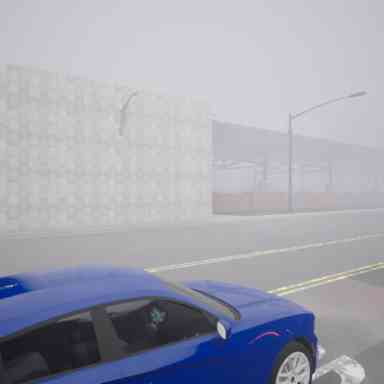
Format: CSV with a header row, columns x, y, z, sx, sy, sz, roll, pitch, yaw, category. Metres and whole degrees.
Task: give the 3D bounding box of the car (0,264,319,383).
x,y,z,sx,sy,sz,roll,pitch,yaw,category
-0.820,1.478,3.163,5.008,1.535,1.882,0,0,-36,car
